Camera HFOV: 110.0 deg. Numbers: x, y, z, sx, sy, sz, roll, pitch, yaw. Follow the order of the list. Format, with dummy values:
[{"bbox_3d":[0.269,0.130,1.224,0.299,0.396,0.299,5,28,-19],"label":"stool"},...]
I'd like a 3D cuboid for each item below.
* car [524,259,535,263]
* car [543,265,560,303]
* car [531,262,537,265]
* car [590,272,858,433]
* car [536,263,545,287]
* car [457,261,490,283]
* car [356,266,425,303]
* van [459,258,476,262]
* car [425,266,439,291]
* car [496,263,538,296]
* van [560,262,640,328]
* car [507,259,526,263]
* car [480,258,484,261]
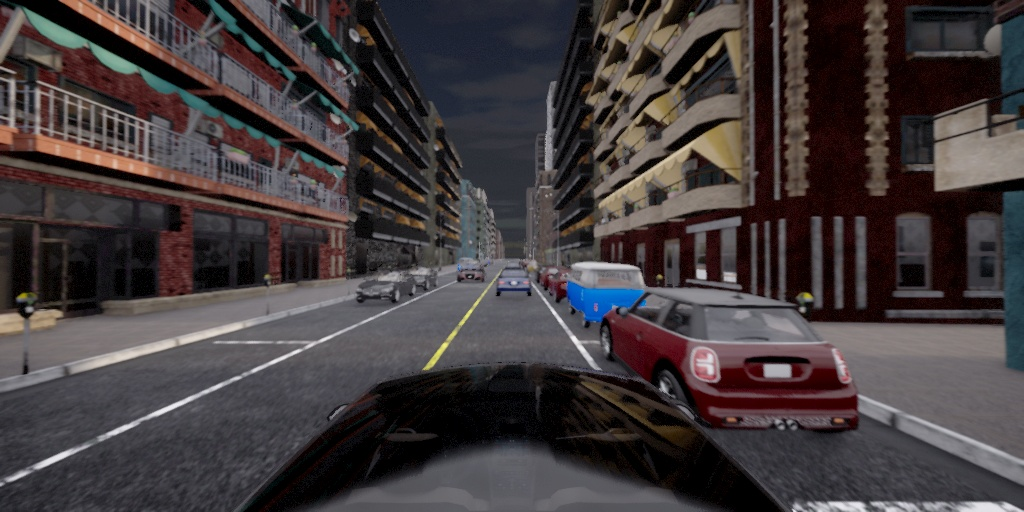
[{"bbox_3d":[2.683,1.324,44.418,1.751,1.417,4.829,0,0,0],"label":"car"},{"bbox_3d":[2.689,1.311,16.631,1.888,1.381,4.507,0,0,0],"label":"car"},{"bbox_3d":[2.686,1.344,27.678,1.948,1.339,4.313,0,0,0],"label":"car"},{"bbox_3d":[2.692,1.194,5.584,1.967,1.591,4.097,0,0,0],"label":"car"},{"bbox_3d":[2.687,1.317,22.155,1.888,1.381,4.507,0,0,0],"label":"car"},{"bbox_3d":[-3.101,1.343,28.395,1.994,1.385,4.181,0,0,0],"label":"car"},{"bbox_3d":[-5.692,1.316,16.643,2.007,1.370,4.403,0,0,0],"label":"car"},{"bbox_3d":[-5.698,1.140,44.258,1.690,1.789,3.998,0,0,0],"label":"van"},{"bbox_3d":[-5.693,1.322,22.166,2.007,1.370,4.403,0,0,0],"label":"car"},{"bbox_3d":[0.091,1.316,19.482,2.033,1.411,5.357,0,0,0],"label":"car"},{"bbox_3d":[2.690,1.100,11.107,1.690,1.789,3.998,0,0,0],"label":"van"},{"bbox_3d":[0.092,1.338,37.716,2.033,1.411,5.357,0,0,0],"label":"car"},{"bbox_3d":[-5.701,1.339,55.136,1.751,1.417,4.829,0,0,0],"label":"car"}]
